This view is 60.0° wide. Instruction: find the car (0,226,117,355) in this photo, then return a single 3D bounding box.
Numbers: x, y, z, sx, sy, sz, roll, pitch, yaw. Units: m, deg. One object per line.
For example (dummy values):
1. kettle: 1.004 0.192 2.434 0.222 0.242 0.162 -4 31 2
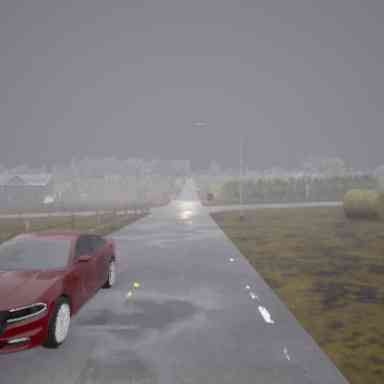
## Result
1. car: -2.848 1.524 6.573 1.882 1.535 5.008 0 0 0
